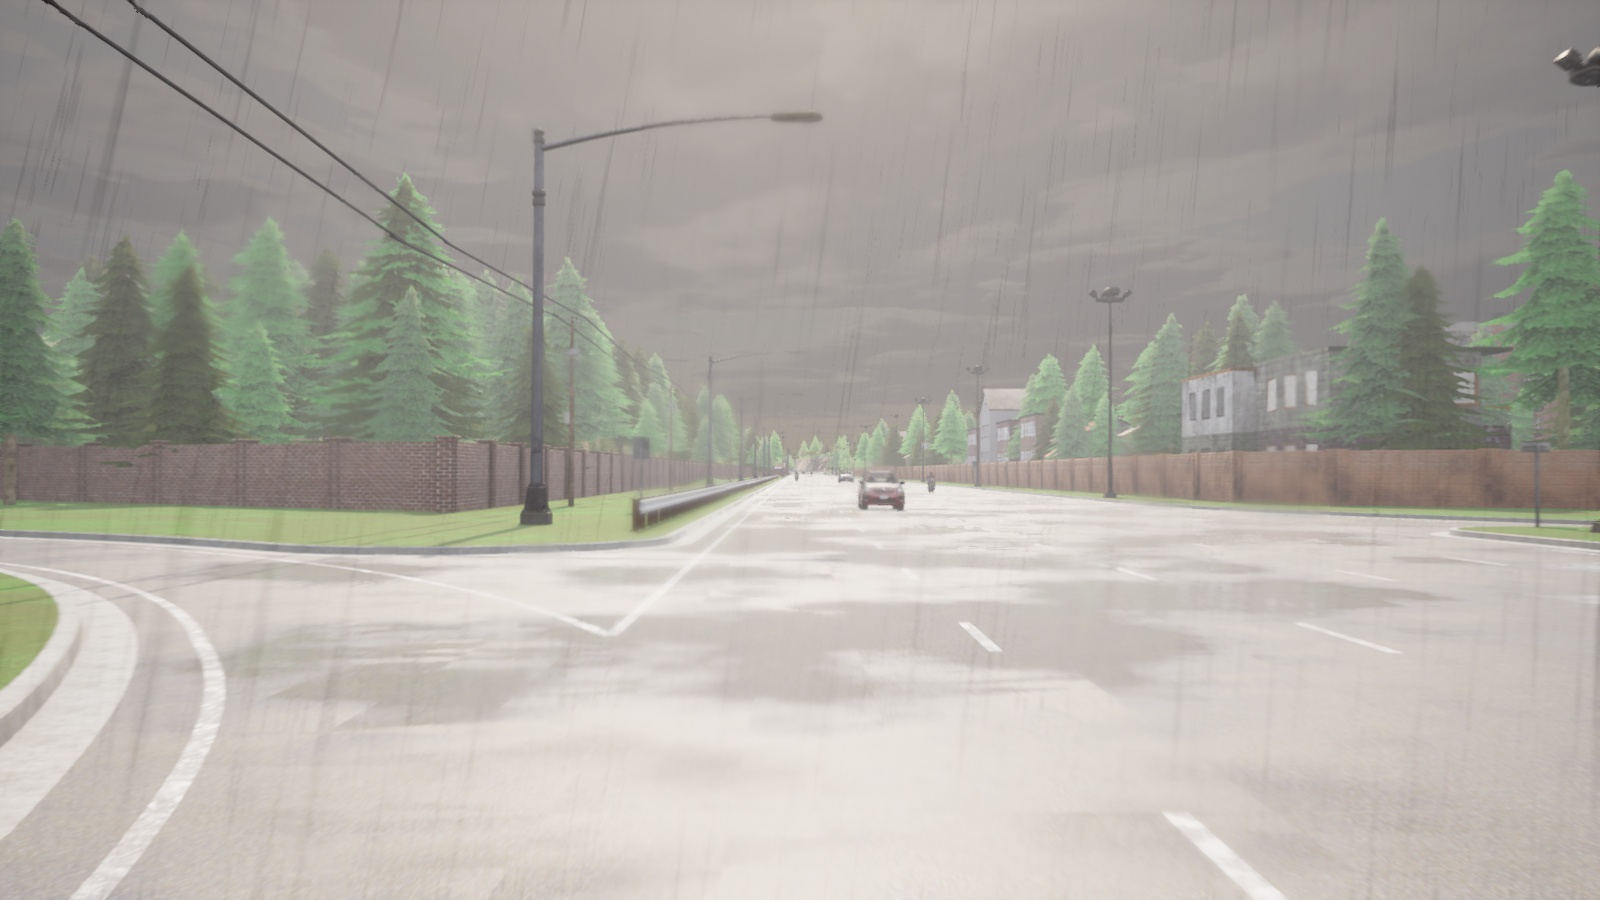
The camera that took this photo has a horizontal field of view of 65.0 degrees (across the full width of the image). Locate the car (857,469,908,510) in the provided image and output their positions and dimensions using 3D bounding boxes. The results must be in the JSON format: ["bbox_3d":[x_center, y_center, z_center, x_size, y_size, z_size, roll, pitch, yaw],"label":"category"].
[{"bbox_3d":[3.372,1.617,52.107,1.851,1.617,3.988,0,-1,0],"label":"car"}]
